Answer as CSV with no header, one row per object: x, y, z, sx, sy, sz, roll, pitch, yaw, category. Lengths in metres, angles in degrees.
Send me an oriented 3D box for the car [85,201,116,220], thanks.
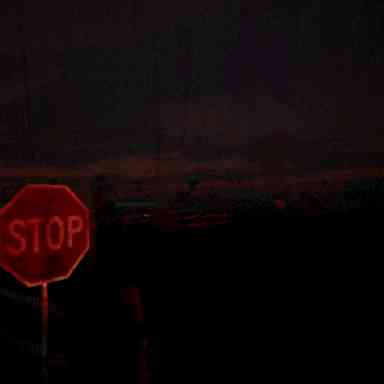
-10.740,2.053,37.972,2.150,2.045,5.566,-1,-2,15,car

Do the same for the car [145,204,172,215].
-4.542,2.473,48.792,1.882,1.535,5.008,-2,-2,17,car

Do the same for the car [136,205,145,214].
-6.895,2.697,51.111,1.895,1.301,4.718,-1,-2,17,car
